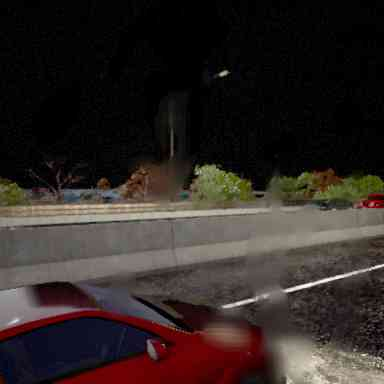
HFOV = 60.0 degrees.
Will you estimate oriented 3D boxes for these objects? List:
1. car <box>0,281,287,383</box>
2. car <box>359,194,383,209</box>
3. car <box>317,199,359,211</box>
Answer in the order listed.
[{"bbox_3d":[-1.080,1.563,2.964,4.181,1.385,1.994,0,0,-35],"label":"car"},{"bbox_3d":[19.510,1.210,34.611,5.566,2.045,2.150,0,0,-34],"label":"car"},{"bbox_3d":[15.732,1.491,36.266,4.892,1.490,1.837,0,0,-34],"label":"car"}]
